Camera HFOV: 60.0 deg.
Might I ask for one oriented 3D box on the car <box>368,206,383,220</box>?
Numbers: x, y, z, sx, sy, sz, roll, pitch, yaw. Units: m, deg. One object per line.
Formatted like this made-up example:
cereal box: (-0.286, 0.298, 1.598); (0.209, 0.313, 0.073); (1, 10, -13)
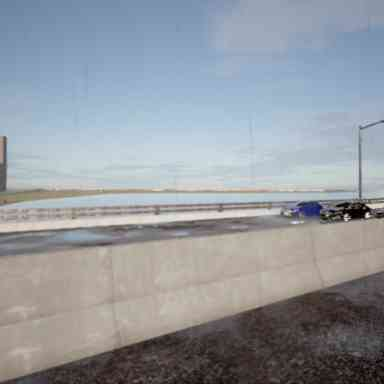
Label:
car: (14.483, 1.382, 22.770); (5.008, 1.535, 1.882); (0, 0, -35)

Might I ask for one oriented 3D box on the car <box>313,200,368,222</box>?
car: (11.603, 1.414, 25.026); (4.892, 1.490, 1.837); (0, 0, -35)

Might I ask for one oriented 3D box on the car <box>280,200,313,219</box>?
car: (9.376, 1.435, 27.726); (4.674, 1.442, 1.812); (0, 0, -35)
